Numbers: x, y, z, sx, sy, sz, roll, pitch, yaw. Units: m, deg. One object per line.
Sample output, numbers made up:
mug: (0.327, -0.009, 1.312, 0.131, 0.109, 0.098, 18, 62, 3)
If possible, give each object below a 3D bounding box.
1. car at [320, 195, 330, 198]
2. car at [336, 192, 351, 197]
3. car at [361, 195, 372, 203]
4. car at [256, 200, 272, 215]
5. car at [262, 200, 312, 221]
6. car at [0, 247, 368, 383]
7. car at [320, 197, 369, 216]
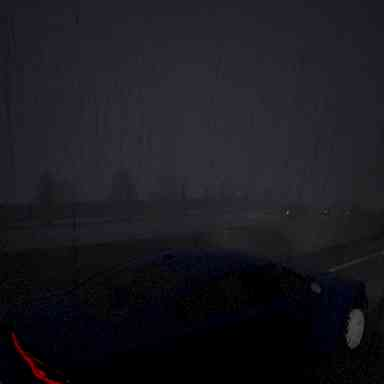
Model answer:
car: (27.129, 1.266, 67.717, 2.033, 1.411, 5.357, 0, 0, 25)
car: (28.026, 0.960, 61.454, 2.150, 2.045, 5.566, 0, 0, 26)
car: (31.205, 1.242, 59.988, 1.812, 1.442, 4.674, 0, 0, 26)
car: (7.725, 1.473, 31.648, 1.994, 1.385, 4.181, 0, 0, 37)
car: (7.655, 1.518, 25.907, 1.895, 1.301, 4.718, 0, 0, 40)
car: (0.389, 1.471, 4.306, 5.008, 1.535, 1.882, -1, 0, -38)
car: (11.475, 1.385, 25.122, 2.128, 1.511, 4.902, 0, 0, 39)
